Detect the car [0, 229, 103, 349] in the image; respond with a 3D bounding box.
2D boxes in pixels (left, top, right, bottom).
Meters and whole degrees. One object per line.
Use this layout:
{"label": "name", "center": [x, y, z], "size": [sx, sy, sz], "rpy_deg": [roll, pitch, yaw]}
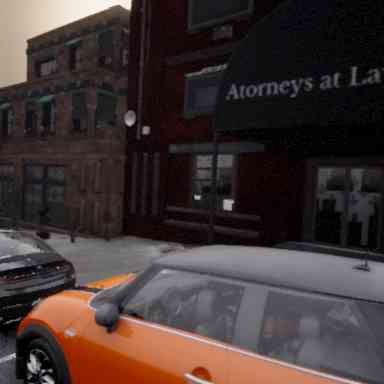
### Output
{"label": "car", "center": [-4.325, 1.475, 6.619], "size": [4.892, 1.521, 2.231], "rpy_deg": [0, 0, 36]}
